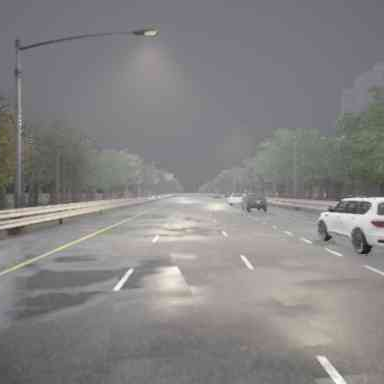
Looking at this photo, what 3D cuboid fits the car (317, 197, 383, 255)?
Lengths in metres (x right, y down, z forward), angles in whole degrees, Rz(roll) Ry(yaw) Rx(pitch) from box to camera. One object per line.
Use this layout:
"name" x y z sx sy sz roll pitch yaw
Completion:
"car" 7.008 1.221 13.425 2.150 2.045 5.566 0 0 0

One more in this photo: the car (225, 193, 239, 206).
"car" 7.133 1.234 54.573 2.150 2.045 5.566 0 0 0

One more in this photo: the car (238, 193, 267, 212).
"car" 7.074 1.218 38.080 2.150 2.045 5.566 0 0 0
